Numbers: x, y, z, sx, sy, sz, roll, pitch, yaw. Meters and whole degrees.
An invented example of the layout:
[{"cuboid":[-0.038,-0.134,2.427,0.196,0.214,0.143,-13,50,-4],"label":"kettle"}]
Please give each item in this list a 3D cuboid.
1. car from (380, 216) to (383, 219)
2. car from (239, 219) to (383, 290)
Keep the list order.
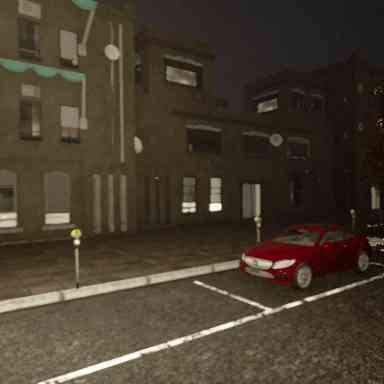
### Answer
[{"cuboid":[7.656,1.449,12.038,4.403,1.369,2.008,-1,0,-36],"label":"car"},{"cuboid":[3.143,1.524,8.812,4.206,1.307,1.802,-1,0,-36],"label":"car"}]
